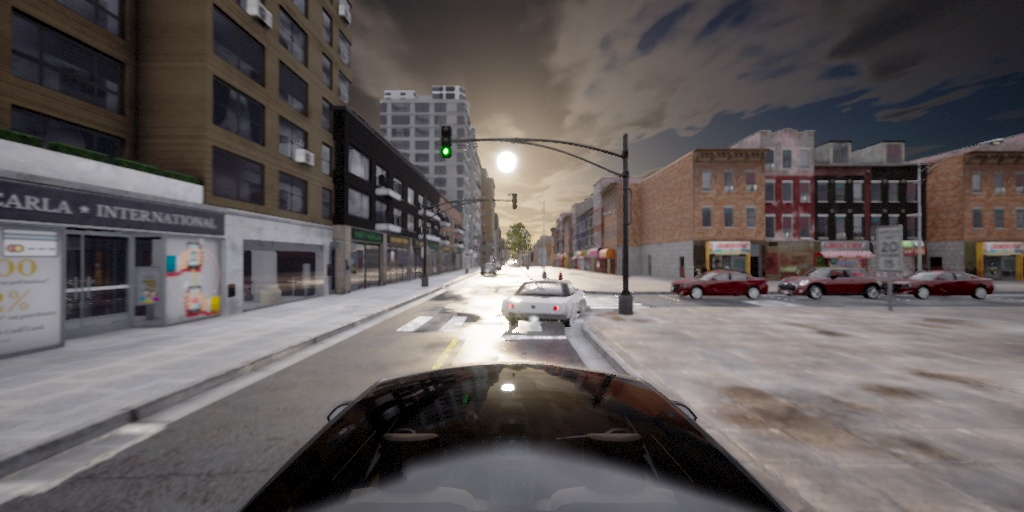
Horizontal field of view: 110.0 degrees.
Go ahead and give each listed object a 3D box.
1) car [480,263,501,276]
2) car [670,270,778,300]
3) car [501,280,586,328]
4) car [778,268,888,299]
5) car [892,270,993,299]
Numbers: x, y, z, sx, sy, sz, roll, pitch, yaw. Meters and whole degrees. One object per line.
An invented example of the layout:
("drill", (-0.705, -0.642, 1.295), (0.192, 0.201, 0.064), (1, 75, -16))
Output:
("car", (-2.842, 1.627, 43.992), (2.128, 1.511, 4.902), (0, -1, 0))
("car", (10.368, 1.415, 18.121), (4.507, 1.381, 1.888), (0, 0, 0))
("car", (1.246, 1.433, 11.829), (1.895, 1.301, 4.718), (0, -1, 17))
("car", (15.831, 1.304, 18.117), (4.097, 1.591, 1.967), (0, 0, 0))
("car", (21.296, 1.404, 18.111), (4.507, 1.381, 1.888), (0, 0, 0))
